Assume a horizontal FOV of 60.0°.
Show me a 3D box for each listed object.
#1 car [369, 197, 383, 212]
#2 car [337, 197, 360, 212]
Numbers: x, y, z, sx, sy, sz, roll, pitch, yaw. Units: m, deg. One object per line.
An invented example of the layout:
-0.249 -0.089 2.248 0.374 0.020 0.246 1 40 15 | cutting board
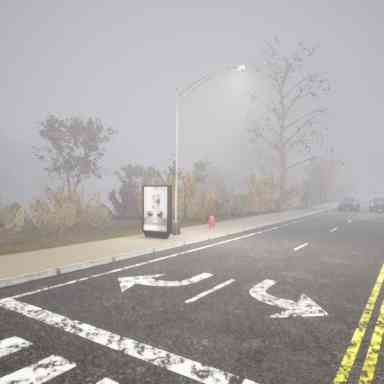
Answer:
21.536 1.392 38.056 2.097 1.767 4.553 0 0 31 | car
18.736 1.389 39.706 2.097 1.767 4.553 0 0 31 | car
